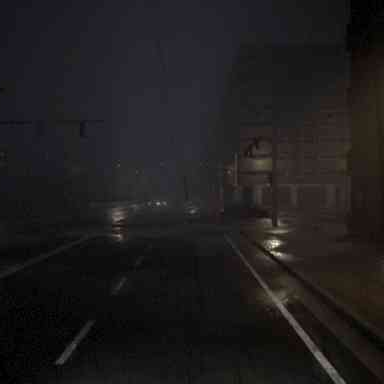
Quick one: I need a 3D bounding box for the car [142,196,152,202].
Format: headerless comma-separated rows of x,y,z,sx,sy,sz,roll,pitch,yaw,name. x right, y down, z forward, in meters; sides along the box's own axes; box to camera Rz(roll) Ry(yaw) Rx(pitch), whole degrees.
-10.473,1.696,77.911,1.812,1.442,4.674,0,0,0,car

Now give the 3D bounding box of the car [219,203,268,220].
4.421,1.667,28.675,4.181,1.385,1.994,1,0,-1,car

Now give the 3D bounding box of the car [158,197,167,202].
-6.974,1.767,77.879,1.895,1.301,4.718,0,0,0,car
